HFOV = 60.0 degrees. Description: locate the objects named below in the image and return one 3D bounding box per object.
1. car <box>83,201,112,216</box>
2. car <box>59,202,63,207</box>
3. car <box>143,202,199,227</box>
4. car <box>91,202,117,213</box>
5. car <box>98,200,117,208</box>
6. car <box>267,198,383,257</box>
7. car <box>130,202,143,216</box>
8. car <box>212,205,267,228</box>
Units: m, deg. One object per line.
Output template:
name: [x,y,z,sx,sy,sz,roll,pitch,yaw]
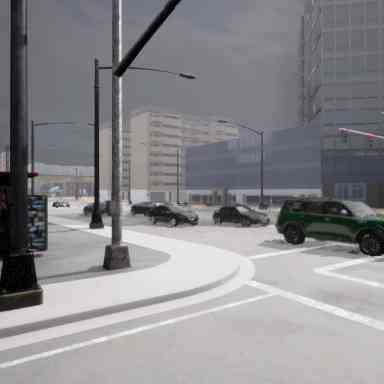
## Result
car: [-10.340,1.911,36.331,2.033,1.411,5.357,0,-1,-36]
car: [-19.143,1.753,48.613,1.994,1.385,4.181,0,-1,-36]
car: [-1.411,1.657,24.021,1.837,1.490,4.892,0,-1,-36]
car: [-11.770,2.035,44.318,1.994,1.385,4.181,0,-1,-35]
car: [-15.863,2.281,62.138,1.994,1.385,4.181,0,-1,-36]
car: [6.080,1.261,13.704,2.150,2.045,5.566,0,-1,-36]
car: [-4.679,1.784,34.490,2.128,1.511,4.902,0,-1,-36]
car: [3.312,1.645,23.497,1.812,1.442,4.674,0,-1,-36]
